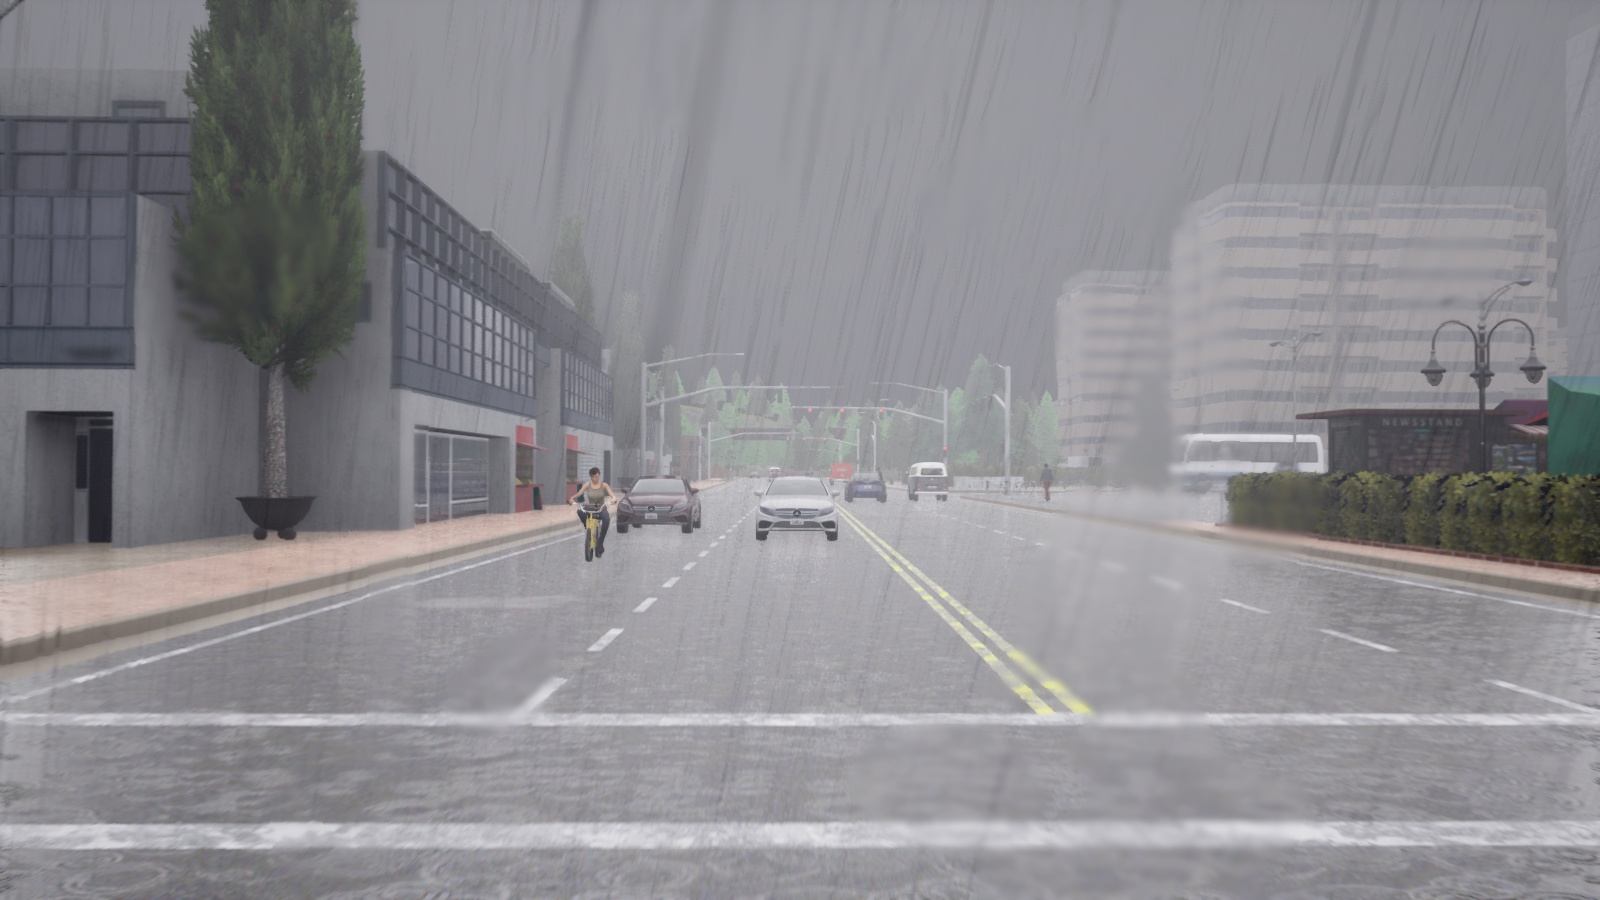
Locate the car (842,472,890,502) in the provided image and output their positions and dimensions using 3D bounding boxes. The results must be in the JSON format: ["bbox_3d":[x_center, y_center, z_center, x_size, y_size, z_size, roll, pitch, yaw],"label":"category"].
[{"bbox_3d":[3.340,1.879,64.367,2.163,1.488,4.792,0,-1,0],"label":"car"}]

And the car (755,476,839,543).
[{"bbox_3d":[-0.064,1.336,29.556,1.812,1.442,4.674,0,-1,0],"label":"car"}]

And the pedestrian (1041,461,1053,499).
[{"bbox_3d":[11.812,1.432,60.099,0.353,1.847,0.614,0,-1,-12],"label":"pedestrian"}]

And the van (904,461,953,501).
[{"bbox_3d":[6.805,1.633,67.045,2.069,2.038,4.480,0,-1,-1],"label":"van"}]

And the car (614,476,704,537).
[{"bbox_3d":[-3.571,1.399,32.475,1.812,1.442,4.674,0,-1,0],"label":"car"}]

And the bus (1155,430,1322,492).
[{"bbox_3d":[30.714,0.794,88.321,10.273,4.253,3.944,0,-1,-2],"label":"bus"}]

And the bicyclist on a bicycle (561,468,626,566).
[{"bbox_3d":[-3.542,1.128,21.644,0.866,1.612,1.509,0,-1,0],"label":"bicyclist on a bicycle"}]
